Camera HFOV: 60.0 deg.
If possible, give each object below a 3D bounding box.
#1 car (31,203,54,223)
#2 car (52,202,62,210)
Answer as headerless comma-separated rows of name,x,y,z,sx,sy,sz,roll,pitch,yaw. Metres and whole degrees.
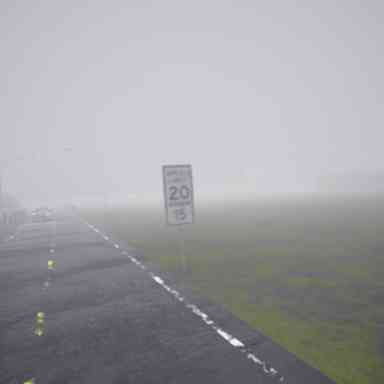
car,-17.914,2.583,39.667,2.097,1.767,4.553,-4,0,-23
car,-32.326,3.776,79.709,1.895,1.301,4.718,-4,0,-24
